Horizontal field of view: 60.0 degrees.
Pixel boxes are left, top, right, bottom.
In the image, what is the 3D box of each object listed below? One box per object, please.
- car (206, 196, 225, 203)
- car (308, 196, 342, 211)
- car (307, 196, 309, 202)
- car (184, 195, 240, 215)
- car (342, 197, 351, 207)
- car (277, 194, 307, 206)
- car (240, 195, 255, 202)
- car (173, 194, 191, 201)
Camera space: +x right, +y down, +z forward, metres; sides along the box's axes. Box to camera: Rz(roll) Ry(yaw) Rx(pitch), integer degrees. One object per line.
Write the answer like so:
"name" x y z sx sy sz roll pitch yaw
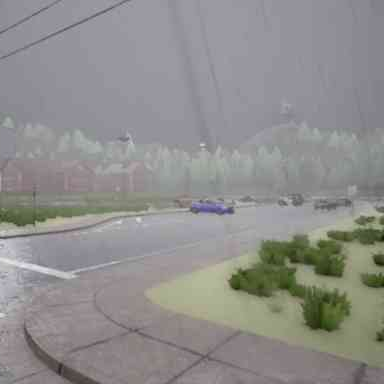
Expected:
"car" 4.906 1.521 69.580 1.895 1.301 4.718 0 0 35
"car" 16.339 1.471 40.703 2.128 1.511 4.902 0 0 35
"car" 23.145 1.467 64.805 4.193 1.474 1.816 0 0 35
"car" 1.997 1.441 33.604 4.611 1.667 2.242 0 0 35
"car" 22.423 1.470 49.570 2.128 1.511 4.902 0 0 35
"car" 15.879 1.275 53.434 3.866 1.878 1.905 0 0 35
"car" 11.922 1.452 71.206 3.905 1.438 1.784 0 0 35
"car" -0.823 1.241 52.687 4.605 1.855 1.932 0 0 35
